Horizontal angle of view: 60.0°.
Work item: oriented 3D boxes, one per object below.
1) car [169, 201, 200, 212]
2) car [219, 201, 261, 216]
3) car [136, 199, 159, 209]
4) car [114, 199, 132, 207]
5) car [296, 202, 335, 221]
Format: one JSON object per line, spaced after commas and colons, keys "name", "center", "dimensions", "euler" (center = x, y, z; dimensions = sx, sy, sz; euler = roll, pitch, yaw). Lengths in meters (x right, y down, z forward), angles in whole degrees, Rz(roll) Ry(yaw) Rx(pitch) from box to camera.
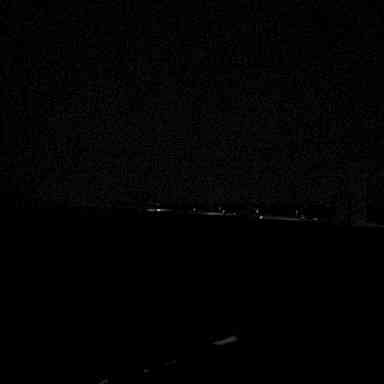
{"name": "car", "center": [-0.965, 1.836, 42.059], "dimensions": [1.895, 1.301, 4.718], "euler": [1, -1, -36]}
{"name": "car", "center": [4.845, 1.638, 34.012], "dimensions": [2.128, 1.511, 4.902], "euler": [1, -1, -36]}
{"name": "car", "center": [-6.821, 1.837, 50.221], "dimensions": [1.837, 1.490, 4.892], "euler": [1, -1, -36]}
{"name": "car", "center": [-13.390, 2.032, 64.270], "dimensions": [1.882, 1.535, 5.008], "euler": [1, -1, -36]}
{"name": "car", "center": [10.573, 1.564, 26.163], "dimensions": [2.128, 1.511, 4.902], "euler": [1, -1, -37]}
